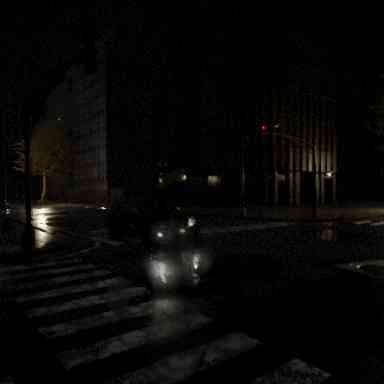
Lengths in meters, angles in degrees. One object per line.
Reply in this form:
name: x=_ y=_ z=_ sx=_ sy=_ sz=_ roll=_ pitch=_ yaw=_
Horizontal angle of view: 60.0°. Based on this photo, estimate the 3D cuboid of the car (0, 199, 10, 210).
car: x=-30.027 y=1.858 z=52.133 sx=2.097 sy=1.767 sz=4.553 roll=-1 pitch=0 yaw=-37

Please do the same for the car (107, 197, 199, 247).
car: x=-2.041 y=1.264 z=15.394 sx=2.150 sy=2.045 sz=5.566 roll=-1 pitch=-1 yaw=-37
